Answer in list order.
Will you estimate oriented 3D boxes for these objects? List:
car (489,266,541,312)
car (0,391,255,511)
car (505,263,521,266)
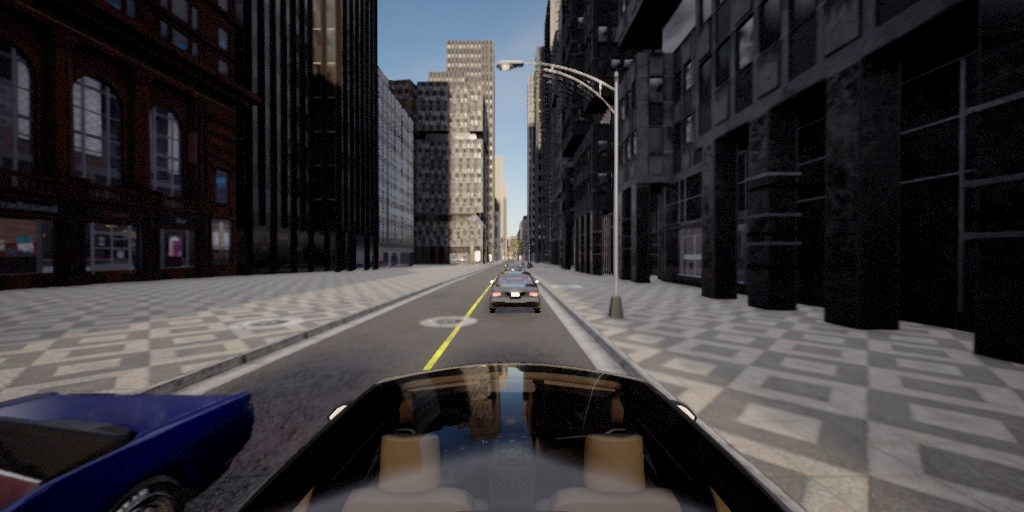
[{"bbox_3d":[0.103,1.300,14.139,2.033,1.411,5.357,0,0,0],"label":"car"},{"bbox_3d":[-3.102,1.353,0.764,1.895,1.301,4.718,0,0,0],"label":"car"},{"bbox_3d":[0.108,1.473,41.218,1.994,1.385,4.181,0,0,0],"label":"car"}]
